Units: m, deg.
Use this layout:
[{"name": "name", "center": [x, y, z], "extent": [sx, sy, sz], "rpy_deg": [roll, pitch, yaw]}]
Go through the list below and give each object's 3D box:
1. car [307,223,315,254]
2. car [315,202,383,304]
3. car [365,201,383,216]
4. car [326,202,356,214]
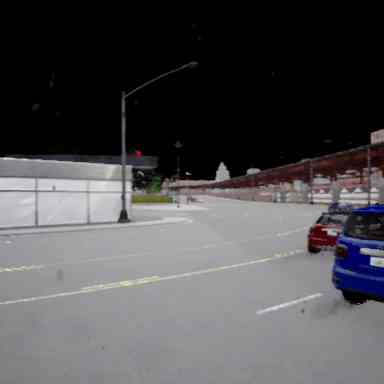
[{"name": "car", "center": [6.465, 1.492, 13.199], "extent": [4.553, 1.767, 2.097], "rpy_deg": [0, -1, -44]}, {"name": "car", "center": [5.227, 1.293, 7.279], "extent": [5.566, 2.045, 2.150], "rpy_deg": [1, -1, -39]}, {"name": "car", "center": [22.121, 1.897, 38.680], "extent": [1.837, 1.490, 4.892], "rpy_deg": [0, -1, 6]}, {"name": "car", "center": [18.822, 1.973, 42.216], "extent": [1.812, 1.442, 4.674], "rpy_deg": [0, -1, 1]}]
